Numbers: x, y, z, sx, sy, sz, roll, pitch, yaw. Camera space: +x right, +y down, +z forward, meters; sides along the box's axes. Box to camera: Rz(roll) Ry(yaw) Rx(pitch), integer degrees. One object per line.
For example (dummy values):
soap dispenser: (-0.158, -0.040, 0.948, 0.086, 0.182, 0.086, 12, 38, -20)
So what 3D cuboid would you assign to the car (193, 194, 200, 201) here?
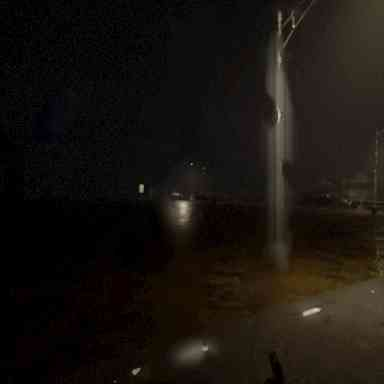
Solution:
car: (2.140, 1.010, 62.798, 1.837, 1.490, 4.892, 2, -1, -35)

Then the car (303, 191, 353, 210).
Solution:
car: (15.358, 0.903, 37.957, 2.150, 2.045, 5.566, 2, 0, -35)

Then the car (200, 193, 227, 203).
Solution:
car: (3.825, 1.038, 54.226, 1.994, 1.385, 4.181, 2, -1, -35)

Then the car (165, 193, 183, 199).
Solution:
car: (-3.905, 0.866, 71.322, 1.895, 1.301, 4.718, 2, -1, -35)
